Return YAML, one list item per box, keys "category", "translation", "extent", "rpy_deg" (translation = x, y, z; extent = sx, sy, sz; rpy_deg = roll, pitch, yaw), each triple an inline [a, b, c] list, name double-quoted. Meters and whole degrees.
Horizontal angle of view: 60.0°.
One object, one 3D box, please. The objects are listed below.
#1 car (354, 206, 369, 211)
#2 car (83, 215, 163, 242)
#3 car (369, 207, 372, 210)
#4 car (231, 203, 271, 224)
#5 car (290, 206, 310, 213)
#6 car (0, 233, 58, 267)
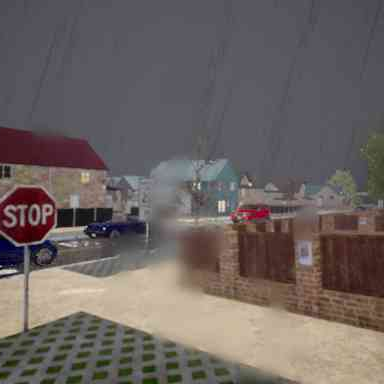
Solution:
- category: "car"
  translation: [36.252, 3.813, 71.694]
  extent: [1.812, 1.442, 4.674]
  rpy_deg: [1, -1, 35]
- category: "car"
  translation: [-3.861, 2.014, 19.197]
  extent: [1.895, 1.301, 4.718]
  rpy_deg: [1, -1, 35]
- category: "car"
  translation: [41.872, 4.217, 79.752]
  extent: [2.033, 1.411, 5.357]
  rpy_deg: [1, -1, 35]
- category: "car"
  translation: [6.014, 2.137, 33.332]
  extent: [2.150, 2.045, 5.566]
  rpy_deg: [1, -1, 35]
- category: "car"
  translation: [15.014, 2.529, 46.060]
  extent: [1.812, 1.442, 4.674]
  rpy_deg: [1, -1, 35]
- category: "car"
  translation: [-6.549, 1.725, 10.370]
  extent: [1.812, 1.442, 4.674]
  rpy_deg: [1, -1, 35]
